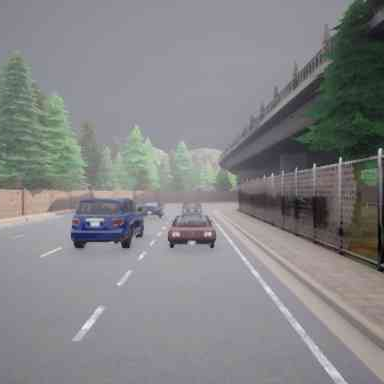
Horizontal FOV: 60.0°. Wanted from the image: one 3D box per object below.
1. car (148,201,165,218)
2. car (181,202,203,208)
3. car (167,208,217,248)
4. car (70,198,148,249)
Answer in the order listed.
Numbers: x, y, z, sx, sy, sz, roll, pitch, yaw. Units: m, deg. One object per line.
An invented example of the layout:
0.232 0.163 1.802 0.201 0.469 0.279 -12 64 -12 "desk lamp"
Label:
-3.500 1.530 29.650 1.812 1.442 4.674 0 0 0 "car"
0.000 1.561 29.650 2.033 1.411 5.357 0 0 0 "car"
0.000 1.613 14.680 1.895 1.301 4.718 0 0 0 "car"
-3.500 1.255 14.680 2.150 2.045 5.566 0 0 0 "car"
